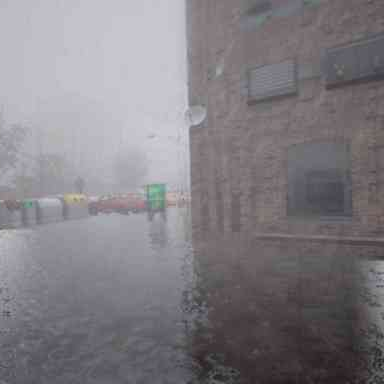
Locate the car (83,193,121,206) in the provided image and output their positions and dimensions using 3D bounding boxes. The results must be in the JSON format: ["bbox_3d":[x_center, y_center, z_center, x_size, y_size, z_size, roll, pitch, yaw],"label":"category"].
[{"bbox_3d":[-12.900,1.091,47.889,4.892,1.521,2.231,-2,2,24],"label":"car"}]

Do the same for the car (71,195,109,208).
[{"bbox_3d":[-13.971,1.281,45.450,4.674,1.452,2.002,-2,2,24],"label":"car"}]

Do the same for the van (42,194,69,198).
[{"bbox_3d":[-16.105,1.322,40.282,4.442,1.987,1.878,-2,2,24],"label":"van"}]

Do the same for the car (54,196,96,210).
[{"bbox_3d":[-15.090,1.400,42.897,4.892,1.521,2.231,-2,2,24],"label":"car"}]

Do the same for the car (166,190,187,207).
[{"bbox_3d":[-3.736,0.947,38.555,5.366,1.575,1.946,-2,2,24],"label":"car"}]

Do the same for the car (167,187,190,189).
[{"bbox_3d":[-1.165,0.605,43.971,4.892,1.521,2.231,-2,2,24],"label":"car"}]

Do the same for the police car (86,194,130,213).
[{"bbox_3d":[-9.186,1.240,36.992,1.930,1.638,5.238,-2,2,23],"label":"police car"}]

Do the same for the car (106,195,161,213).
[{"bbox_3d":[-5.866,1.243,33.195,5.008,1.535,2.097,-2,2,24],"label":"car"}]

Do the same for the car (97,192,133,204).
[{"bbox_3d":[-11.746,0.926,50.565,4.892,1.521,2.231,-2,2,24],"label":"car"}]

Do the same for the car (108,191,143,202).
[{"bbox_3d":[-10.621,0.766,53.115,5.008,1.535,2.097,-2,2,24],"label":"car"}]

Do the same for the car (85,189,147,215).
[{"bbox_3d":[-7.087,1.112,30.506,5.566,2.045,2.435,-2,2,24],"label":"car"}]

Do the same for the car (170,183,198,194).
[{"bbox_3d":[-1.745,-0.747,73.572,5.566,2.045,2.435,-2,2,24],"label":"car"}]

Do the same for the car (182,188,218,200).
[{"bbox_3d":[1.153,0.307,49.226,4.792,1.488,2.163,-2,2,24],"label":"car"}]

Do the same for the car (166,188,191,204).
[{"bbox_3d":[-2.224,0.768,41.096,5.366,1.575,1.946,-2,2,24],"label":"car"}]

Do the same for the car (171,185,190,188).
[{"bbox_3d":[-0.026,0.319,46.531,4.553,1.767,2.185,-2,2,24],"label":"car"}]

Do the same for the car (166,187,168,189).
[{"bbox_3d":[-7.366,0.175,60.682,4.553,1.767,2.185,-2,2,24],"label":"car"}]
